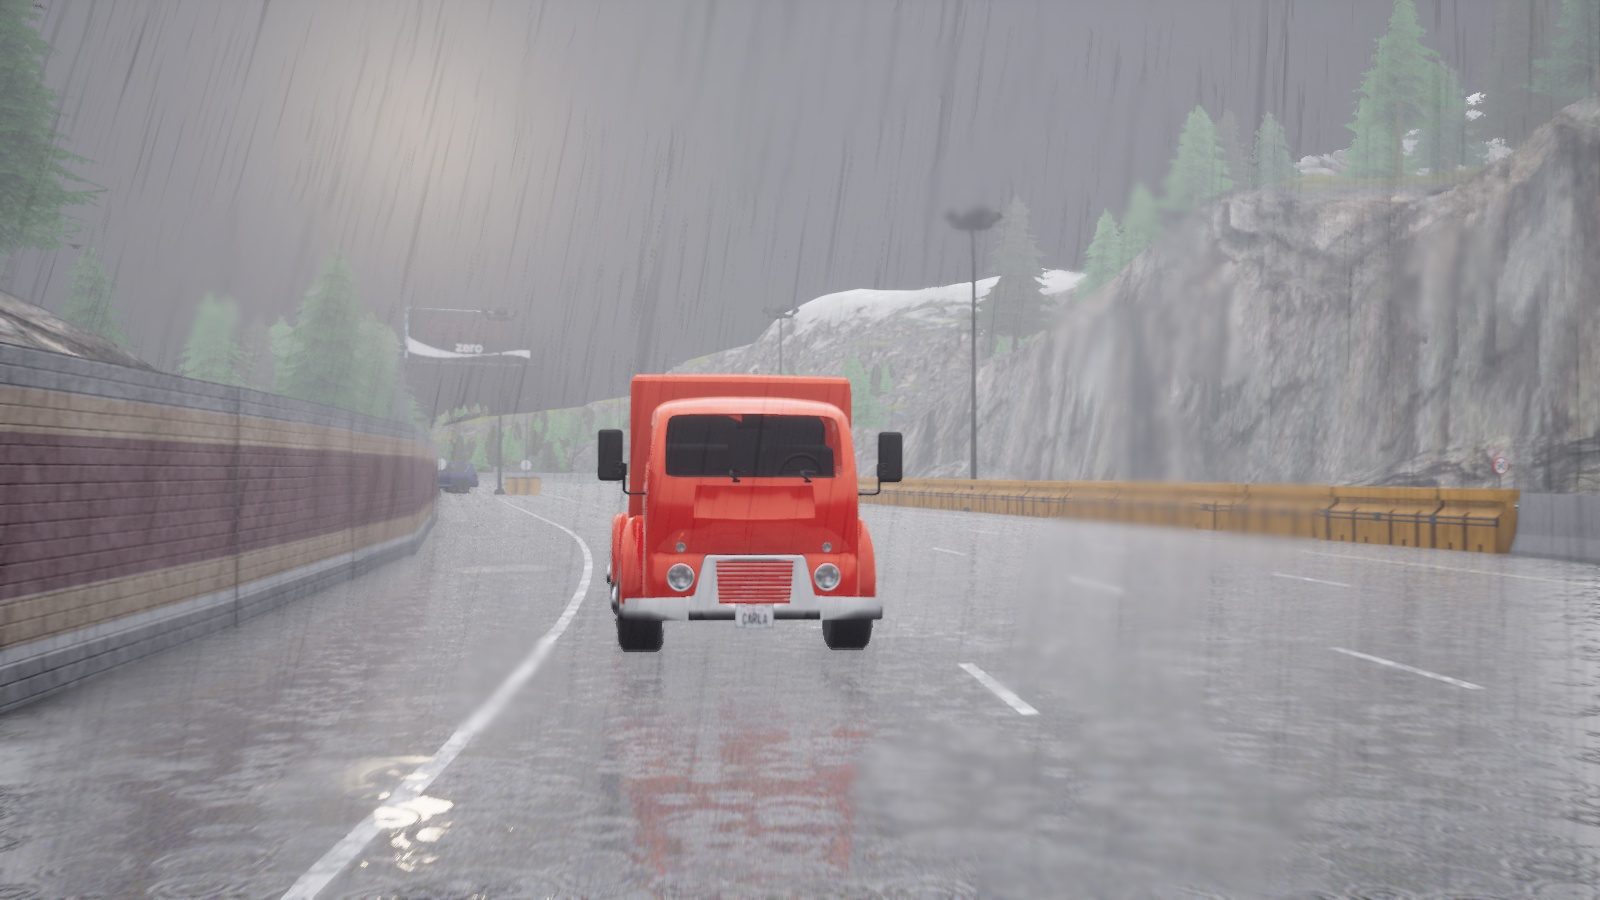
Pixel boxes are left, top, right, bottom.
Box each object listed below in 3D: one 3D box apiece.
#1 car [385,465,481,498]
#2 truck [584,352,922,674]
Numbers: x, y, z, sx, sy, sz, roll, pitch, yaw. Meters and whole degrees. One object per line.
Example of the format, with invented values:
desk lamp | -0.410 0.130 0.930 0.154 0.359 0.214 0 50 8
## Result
car | -23.616 1.987 80.938 5.566 2.045 2.150 1 -1 -33
truck | -0.626 0.543 12.357 2.627 2.467 5.204 0 -1 -6
